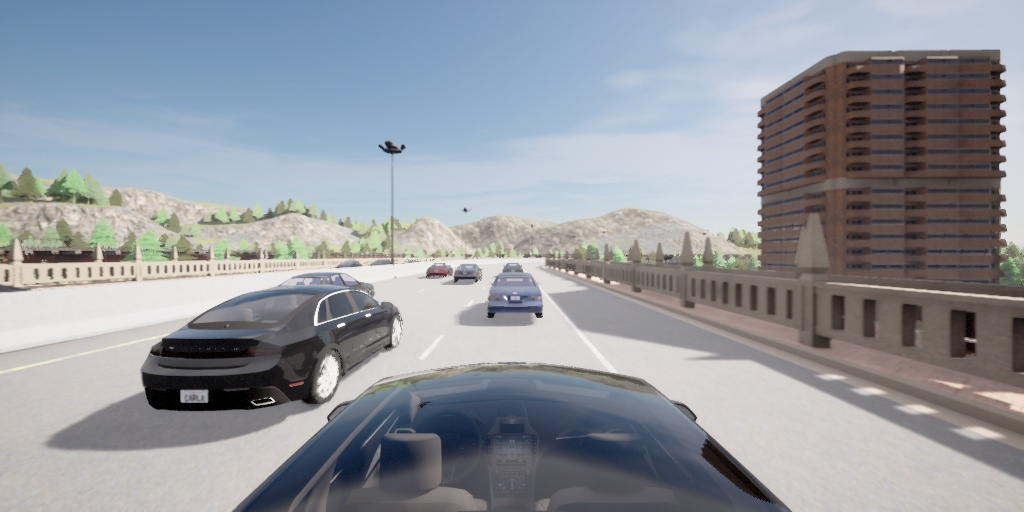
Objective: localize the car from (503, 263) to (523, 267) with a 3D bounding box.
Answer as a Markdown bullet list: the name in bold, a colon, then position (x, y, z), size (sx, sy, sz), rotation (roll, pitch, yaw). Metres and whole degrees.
- **car**: position (0.093, 1.315, 34.524), size (1.994, 1.385, 4.181), rotation (0, 0, 0)

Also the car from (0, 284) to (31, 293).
- **car**: position (-14.101, 1.255, 7.872), size (1.837, 1.490, 4.892), rotation (0, 0, 0)

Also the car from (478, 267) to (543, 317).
- **car**: position (0.098, 1.298, 13.138), size (2.033, 1.411, 5.357), rotation (0, 0, 0)

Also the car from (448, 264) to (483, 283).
- **car**: position (-3.404, 1.298, 28.393), size (2.033, 1.411, 5.357), rotation (0, 0, 0)

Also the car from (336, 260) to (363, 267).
- **car**: position (-21.087, 1.277, 46.686), size (1.812, 1.442, 4.674), rotation (0, 0, 0)

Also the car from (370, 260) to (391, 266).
- **car**: position (-17.578, 1.258, 48.544), size (1.837, 1.490, 4.892), rotation (0, -1, 0)

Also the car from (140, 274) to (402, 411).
- **car**: position (-3.401, 1.255, 6.261), size (1.837, 1.490, 4.892), rotation (0, 0, 0)

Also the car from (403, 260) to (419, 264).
- **car**: position (-14.074, 1.299, 50.258), size (2.033, 1.411, 5.357), rotation (0, 0, 0)

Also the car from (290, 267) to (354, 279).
- **car**: position (-6.902, 1.298, 13.268), size (2.033, 1.411, 5.357), rotation (0, 0, 0)

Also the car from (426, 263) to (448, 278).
- **car**: position (-6.905, 1.315, 34.595), size (1.994, 1.385, 4.181), rotation (0, 0, 0)
